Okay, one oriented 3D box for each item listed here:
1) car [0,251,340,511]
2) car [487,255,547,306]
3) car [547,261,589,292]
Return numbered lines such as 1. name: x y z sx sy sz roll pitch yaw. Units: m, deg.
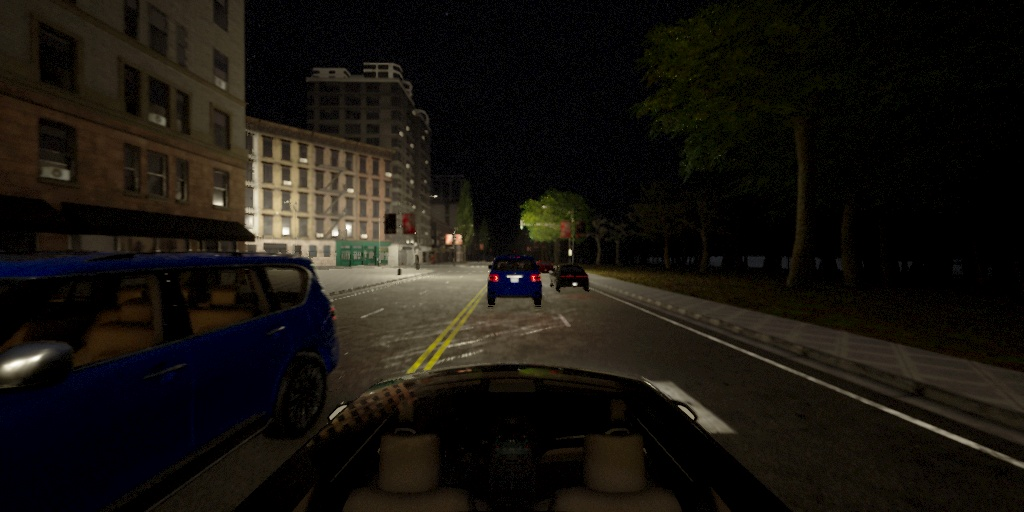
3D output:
1. car: -3.350 0.972 2.495 2.150 2.045 5.566 0 0 0
2. car: 0.098 0.977 15.825 2.150 2.045 5.566 0 0 0
3. car: 3.351 1.261 21.532 1.837 1.490 4.892 0 0 0
